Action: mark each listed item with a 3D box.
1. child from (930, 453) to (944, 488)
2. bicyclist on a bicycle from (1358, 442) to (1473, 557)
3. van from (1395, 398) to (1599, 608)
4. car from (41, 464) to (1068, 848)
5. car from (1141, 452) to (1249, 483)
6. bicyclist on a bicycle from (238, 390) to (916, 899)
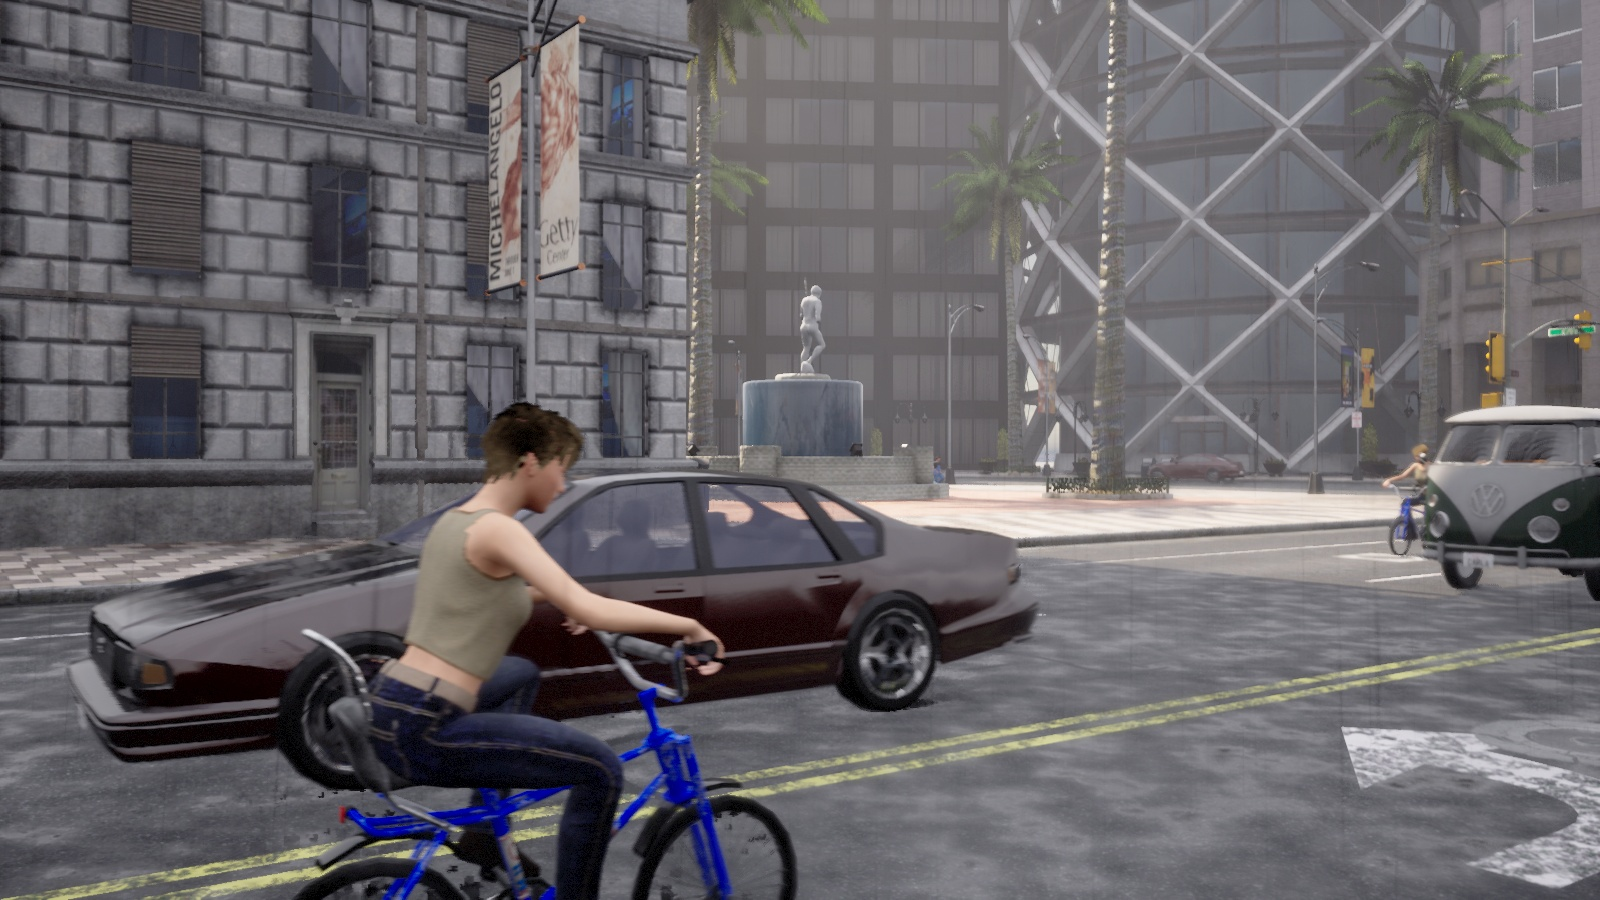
[{"bbox_3d":[5.108,0.759,46.746,0.270,1.263,0.437,0,0,-43],"label":"child"},{"bbox_3d":[9.000,0.692,18.342,1.509,1.612,0.866,0,0,-34],"label":"bicyclist on a bicycle"},{"bbox_3d":[8.664,0.500,13.872,4.442,1.987,1.775,0,0,-35],"label":"van"},{"bbox_3d":[-1.116,0.810,7.134,5.357,1.411,2.033,0,0,-35],"label":"car"},{"bbox_3d":[19.251,0.836,61.348,4.674,1.442,1.812,0,0,41],"label":"car"},{"bbox_3d":[-0.557,0.690,3.259,1.509,1.612,0.866,0,0,-35],"label":"bicyclist on a bicycle"}]
